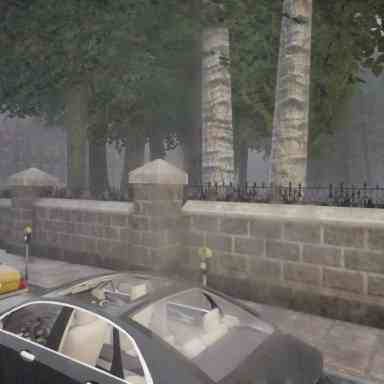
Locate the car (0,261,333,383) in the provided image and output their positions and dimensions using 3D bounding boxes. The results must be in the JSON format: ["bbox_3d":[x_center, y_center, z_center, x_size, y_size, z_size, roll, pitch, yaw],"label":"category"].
[{"bbox_3d":[-0.906,1.550,3.442,4.403,1.369,2.008,0,1,36],"label":"car"}]
